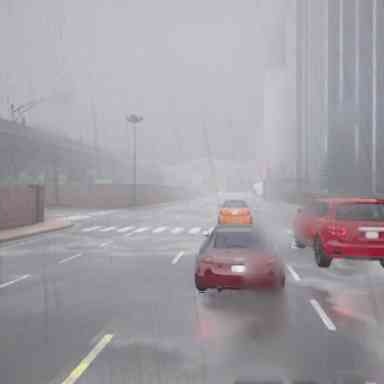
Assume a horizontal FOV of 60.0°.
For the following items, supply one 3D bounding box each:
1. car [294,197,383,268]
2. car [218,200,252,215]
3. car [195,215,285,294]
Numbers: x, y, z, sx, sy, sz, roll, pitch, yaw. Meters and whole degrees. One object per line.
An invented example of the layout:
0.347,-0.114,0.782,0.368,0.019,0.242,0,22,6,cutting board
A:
4.951,1.190,11.210,2.150,2.045,5.566,0,0,7,car
2.828,1.278,21.931,2.097,1.767,4.553,0,0,7,car
1.187,1.534,8.797,1.994,1.385,4.181,0,0,6,car
